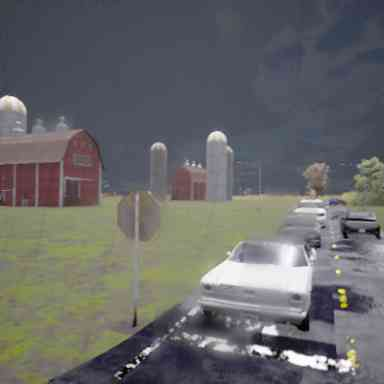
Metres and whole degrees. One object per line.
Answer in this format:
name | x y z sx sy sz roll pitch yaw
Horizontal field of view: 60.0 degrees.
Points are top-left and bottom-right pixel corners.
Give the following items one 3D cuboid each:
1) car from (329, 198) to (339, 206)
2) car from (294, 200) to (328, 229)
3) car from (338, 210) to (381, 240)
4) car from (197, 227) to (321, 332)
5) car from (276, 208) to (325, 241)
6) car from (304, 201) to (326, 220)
car | 36.975 2.561 86.669 2.150 2.045 5.566 0 -1 22
car | 9.274 1.636 25.888 2.150 2.045 5.566 0 -1 22
car | 9.721 1.814 19.434 2.128 1.511 4.902 0 -1 22
car | 1.733 1.718 7.363 1.895 1.301 4.718 0 -1 22
car | 5.328 1.764 16.167 1.837 1.490 4.892 0 -1 22
car | 13.327 1.921 35.809 2.097 1.767 4.553 0 -1 22
